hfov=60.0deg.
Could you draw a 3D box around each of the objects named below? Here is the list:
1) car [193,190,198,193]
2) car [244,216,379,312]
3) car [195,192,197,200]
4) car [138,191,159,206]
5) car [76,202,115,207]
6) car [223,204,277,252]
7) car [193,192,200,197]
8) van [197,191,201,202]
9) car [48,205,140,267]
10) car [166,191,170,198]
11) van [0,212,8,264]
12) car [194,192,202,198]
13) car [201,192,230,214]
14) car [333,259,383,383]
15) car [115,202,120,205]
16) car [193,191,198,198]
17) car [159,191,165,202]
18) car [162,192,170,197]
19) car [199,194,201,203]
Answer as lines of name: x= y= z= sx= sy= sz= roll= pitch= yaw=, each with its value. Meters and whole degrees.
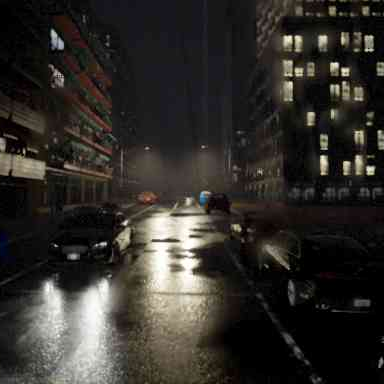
car: x=1.507 y=0.820 z=75.686 sx=1.947 sy=1.339 sz=4.313 roll=1 pitch=1 yaw=-1
car: x=2.601 y=1.461 z=7.321 sx=2.008 sy=1.369 sz=4.403 roll=1 pitch=1 yaw=-1
car: x=1.870 y=1.048 z=52.898 sx=1.947 sy=1.339 sz=4.313 roll=1 pitch=1 yaw=-1
car: x=-6.396 y=0.929 z=47.192 sx=2.192 sy=1.841 sz=5.009 roll=1 pitch=1 yaw=-1
car: x=-5.956 y=1.435 z=18.704 sx=2.008 sy=1.369 sz=4.403 roll=1 pitch=1 yaw=-1
car: x=2.513 y=1.404 z=13.019 sx=1.887 sy=1.381 sz=4.507 roll=1 pitch=1 yaw=-1
car: x=1.242 y=0.621 z=92.776 sx=1.887 sy=1.381 sz=4.507 roll=1 pitch=1 yaw=-1
van: x=1.994 y=0.878 z=47.200 sx=1.690 sy=1.788 sz=3.998 roll=1 pitch=1 yaw=-1
car: x=-3.166 y=1.419 z=11.233 sx=2.128 sy=1.511 sz=4.902 roll=-1 pitch=1 yaw=-1
car: x=-6.926 y=0.586 z=81.376 sx=2.192 sy=1.841 sz=5.009 roll=1 pitch=1 yaw=-1
van: x=-5.777 y=1.328 z=7.307 sx=1.690 sy=1.788 sz=3.998 roll=1 pitch=0 yaw=-1
car: x=1.418 y=0.761 z=81.383 sx=1.947 sy=1.339 sz=4.313 roll=1 pitch=1 yaw=-1
car: x=2.250 y=1.016 z=30.109 sx=2.192 sy=1.841 sz=5.009 roll=1 pitch=1 yaw=-1
car: x=2.690 y=1.511 z=1.625 sx=2.008 sy=1.369 sz=4.403 roll=1 pitch=0 yaw=-1
car: x=-6.045 y=1.413 z=24.401 sx=1.802 sy=1.307 sz=4.206 roll=1 pitch=1 yaw=-1
car: x=1.684 y=0.951 z=64.292 sx=1.802 sy=1.307 sz=4.206 roll=1 pitch=1 yaw=-1
car: x=-6.572 y=0.817 z=58.586 sx=2.192 sy=1.841 sz=5.009 roll=1 pitch=1 yaw=-1
car: x=-7.106 y=0.719 z=92.773 sx=1.947 sy=1.339 sz=4.313 roll=1 pitch=1 yaw=-1
car: x=2.159 y=1.197 z=35.808 sx=2.008 sy=1.369 sz=4.403 roll=1 pitch=1 yaw=-1
